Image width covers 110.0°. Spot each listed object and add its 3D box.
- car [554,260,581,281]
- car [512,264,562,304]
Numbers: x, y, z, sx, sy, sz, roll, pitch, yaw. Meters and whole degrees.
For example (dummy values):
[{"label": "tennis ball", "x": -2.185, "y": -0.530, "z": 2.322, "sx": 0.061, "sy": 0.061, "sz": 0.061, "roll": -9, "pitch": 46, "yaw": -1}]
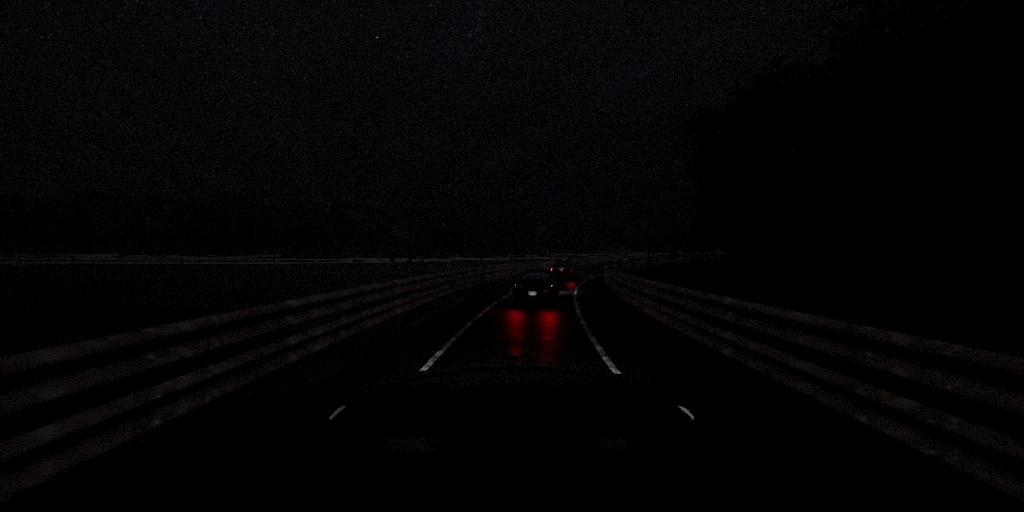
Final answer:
[{"label": "car", "x": 4.590, "y": 1.123, "z": 30.455, "sx": 2.097, "sy": 1.767, "sz": 4.553, "roll": 0, "pitch": 0, "yaw": 18}, {"label": "car", "x": 1.156, "y": 1.280, "z": 16.166, "sx": 1.812, "sy": 1.442, "sz": 4.674, "roll": 0, "pitch": 0, "yaw": 9}]
